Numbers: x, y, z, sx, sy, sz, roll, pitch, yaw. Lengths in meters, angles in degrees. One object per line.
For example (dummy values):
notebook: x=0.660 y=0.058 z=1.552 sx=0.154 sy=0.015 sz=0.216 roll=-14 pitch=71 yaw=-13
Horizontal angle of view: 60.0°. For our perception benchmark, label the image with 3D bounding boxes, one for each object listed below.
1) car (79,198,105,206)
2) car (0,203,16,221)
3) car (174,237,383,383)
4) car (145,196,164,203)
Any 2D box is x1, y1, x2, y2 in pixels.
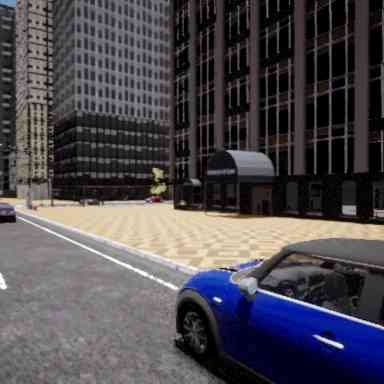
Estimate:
car: x=-17.483 y=1.802 z=57.998 sx=4.403 sy=1.369 sz=2.008 roll=0 pitch=0 yaw=-35
car: x=-15.656 y=1.609 z=27.262 sx=2.033 sy=1.411 sz=5.357 roll=-1 pitch=0 yaw=-34
car: x=1.659 y=1.317 z=3.820 sx=2.097 sy=1.767 sz=4.553 roll=-1 pitch=0 yaw=-34
car: x=-8.517 y=1.572 z=74.695 sx=4.097 sy=1.590 sz=1.967 roll=0 pitch=0 yaw=-35
